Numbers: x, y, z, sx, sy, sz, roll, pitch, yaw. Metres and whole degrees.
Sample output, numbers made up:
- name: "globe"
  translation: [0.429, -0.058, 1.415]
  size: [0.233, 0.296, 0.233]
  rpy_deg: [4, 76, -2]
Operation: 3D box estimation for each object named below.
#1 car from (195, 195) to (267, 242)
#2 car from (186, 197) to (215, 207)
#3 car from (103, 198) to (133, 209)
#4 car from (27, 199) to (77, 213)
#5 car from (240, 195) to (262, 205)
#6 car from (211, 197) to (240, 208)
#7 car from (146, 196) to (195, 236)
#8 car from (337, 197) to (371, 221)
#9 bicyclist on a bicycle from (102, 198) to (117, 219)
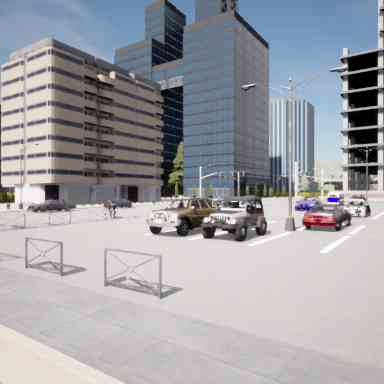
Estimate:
- name: "car"
  translation: [2.113, 1.156, 15.603]
  size: [1.905, 1.878, 3.866]
  rpy_deg: [0, 0, 34]
- name: "car"
  translation: [1.342, 1.492, 51.135]
  size: [2.128, 1.511, 4.902]
  rpy_deg: [0, 0, 34]
- name: "car"
  translation: [-10.309, 1.564, 46.537]
  size: [1.994, 1.385, 4.181]
  rpy_deg: [0, 0, 35]
- name: "car"
  translation: [-15.935, 1.547, 38.164]
  size: [2.033, 1.411, 5.357]
  rpy_deg: [0, 0, 34]
- name: "car"
  translation: [10.415, 1.352, 58.340]
  size: [2.097, 1.767, 4.553]
  rpy_deg: [0, 0, 34]
- name: "car"
  translation: [5.155, 1.547, 50.462]
  size: [2.033, 1.411, 5.357]
  rpy_deg: [0, 0, 33]
- name: "car"
  translation: [-0.257, 1.153, 17.266]
  size: [1.932, 1.855, 4.605]
  rpy_deg: [0, 0, 34]
- name: "car"
  translation: [14.116, 1.395, 28.578]
  size: [1.970, 1.475, 3.806]
  rpy_deg: [0, 0, 34]
- name: "bicyclist on a bicycle"
  translation: [-6.500, 1.302, 26.216]
  size: [1.656, 1.620, 0.582]
  rpy_deg: [0, 0, 34]
